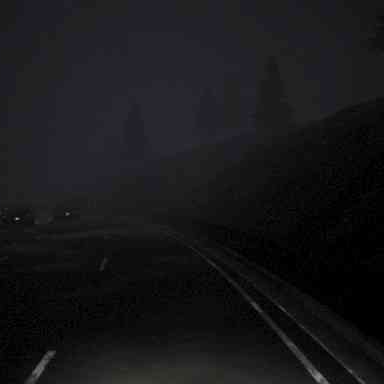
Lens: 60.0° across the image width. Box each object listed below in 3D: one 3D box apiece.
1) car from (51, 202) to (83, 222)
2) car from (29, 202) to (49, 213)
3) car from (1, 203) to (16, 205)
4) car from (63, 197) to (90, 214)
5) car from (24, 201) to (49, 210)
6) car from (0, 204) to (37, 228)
[{"bbox_3d":[-11.232,1.860,29.403,1.994,1.385,4.181,0,-1,-26],"label":"car"},{"bbox_3d":[-20.229,2.038,42.781,1.895,1.301,4.718,0,-1,-41],"label":"car"},{"bbox_3d":[-21.520,1.951,39.027,2.033,1.411,5.357,0,-1,-40],"label":"car"},{"bbox_3d":[-14.538,1.637,41.255,2.150,2.045,5.566,0,-1,-38],"label":"car"},{"bbox_3d":[-24.280,2.131,51.930,4.718,1.301,1.895,-1,-1,43],"label":"car"},{"bbox_3d":[-12.662,1.814,24.362,1.994,1.385,4.181,0,-1,-24],"label":"car"}]
